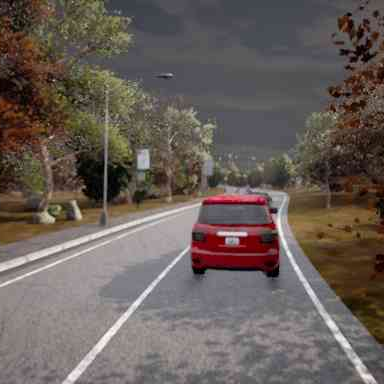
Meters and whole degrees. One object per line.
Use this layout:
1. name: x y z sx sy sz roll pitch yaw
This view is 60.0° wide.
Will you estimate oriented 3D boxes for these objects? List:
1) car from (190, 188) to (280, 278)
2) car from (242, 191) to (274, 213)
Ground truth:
1. car: 1.375 1.070 9.939 2.150 2.045 5.566 0 2 11
2. car: 5.477 0.754 26.937 2.033 1.411 5.357 0 2 17
